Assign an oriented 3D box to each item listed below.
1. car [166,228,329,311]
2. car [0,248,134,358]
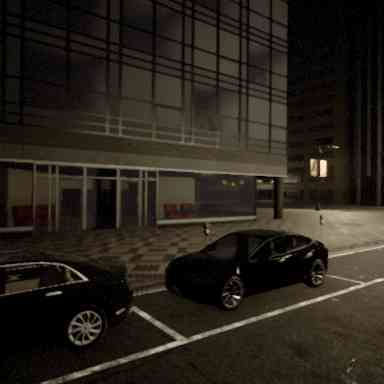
[{"bbox_3d":[1.455,1.575,7.796,4.313,1.339,1.947,0,0,-36],"label":"car"},{"bbox_3d":[-2.988,1.551,4.624,4.403,1.369,2.008,0,0,-36],"label":"car"}]
